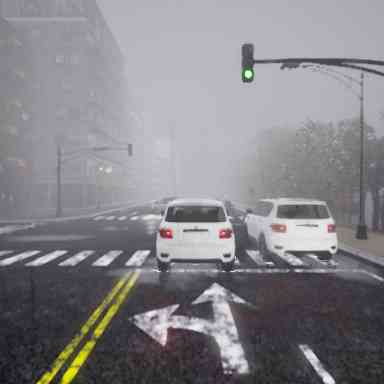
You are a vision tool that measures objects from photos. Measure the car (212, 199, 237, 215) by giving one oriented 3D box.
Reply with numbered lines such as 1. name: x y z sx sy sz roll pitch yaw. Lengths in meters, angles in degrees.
1. car: 3.351 1.540 35.245 2.033 1.411 5.357 0 0 0

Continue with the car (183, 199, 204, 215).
1. car: 0.102 1.540 34.907 2.033 1.411 5.357 0 0 0

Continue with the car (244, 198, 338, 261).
1. car: 3.350 1.219 12.332 2.150 2.045 5.566 0 0 0

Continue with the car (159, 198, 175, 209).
1. car: -3.315 1.521 45.168 1.812 1.442 4.674 0 0 0

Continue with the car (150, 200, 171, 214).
1. car: -3.338 1.595 36.249 1.895 1.301 4.718 0 0 0

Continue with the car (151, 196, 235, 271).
1. car: 0.102 1.219 11.069 2.150 2.045 5.566 0 0 0

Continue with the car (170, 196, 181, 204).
1. car: -3.246 1.550 65.787 2.033 1.411 5.357 0 0 0

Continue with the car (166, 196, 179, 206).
1. car: -3.247 1.503 55.462 1.837 1.490 4.892 0 0 0
